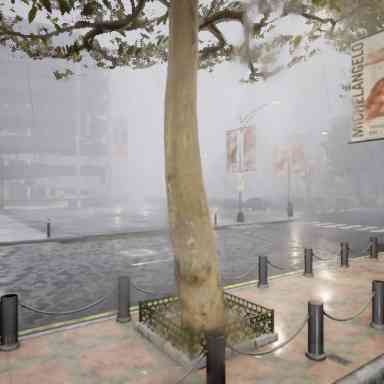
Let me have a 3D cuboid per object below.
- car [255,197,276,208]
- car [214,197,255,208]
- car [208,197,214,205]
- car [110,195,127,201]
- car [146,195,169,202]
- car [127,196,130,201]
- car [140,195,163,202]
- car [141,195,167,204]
[{"bbox_3d":[9.825,1.505,48.023,1.837,1.490,4.892,0,0,-36],"label":"car"},{"bbox_3d":[5.980,1.547,47.423,2.033,1.411,5.357,0,0,-35],"label":"car"},{"bbox_3d":[4.178,1.547,55.966,2.033,1.411,5.357,0,0,-36],"label":"car"},{"bbox_3d":[-18.488,1.427,77.735,5.008,1.535,1.882,0,0,12],"label":"car"},{"bbox_3d":[-7.932,1.525,77.283,4.902,1.511,2.128,0,0,26],"label":"car"},{"bbox_3d":[-17.525,1.440,81.099,4.892,1.490,1.837,0,0,12],"label":"car"},{"bbox_3d":[-8.956,1.478,73.872,5.008,1.535,1.882,0,0,30],"label":"car"},{"bbox_3d":[-6.868,1.505,63.473,4.892,1.490,1.837,0,0,40],"label":"car"}]
